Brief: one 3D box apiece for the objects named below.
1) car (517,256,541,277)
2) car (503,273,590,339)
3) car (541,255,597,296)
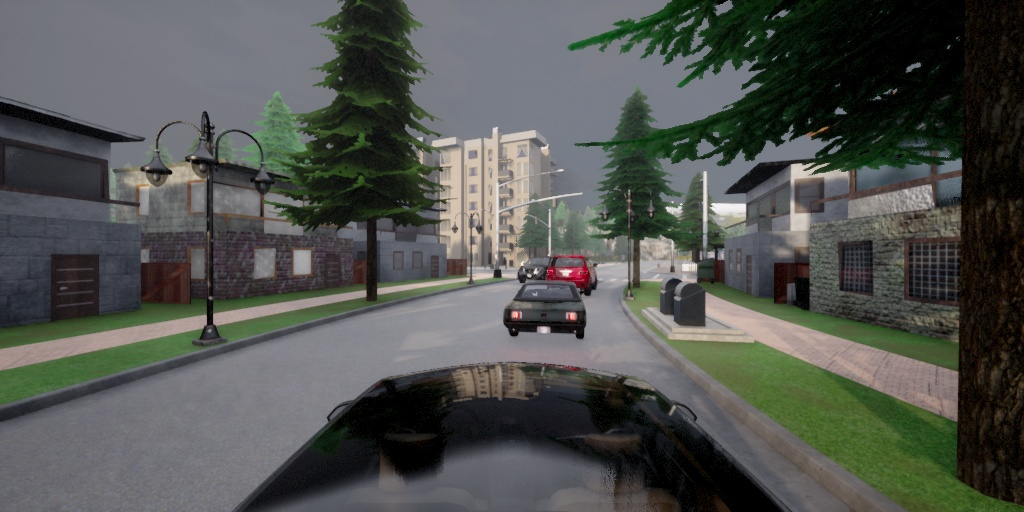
[{"bbox_3d":[2.310,1.010,27.213,2.150,2.045,5.566,0,0,24],"label":"car"},{"bbox_3d":[1.073,1.351,10.135,1.895,1.301,4.718,0,0,9],"label":"car"},{"bbox_3d":[3.369,0.971,19.631,2.150,2.045,5.566,0,0,18],"label":"car"}]
